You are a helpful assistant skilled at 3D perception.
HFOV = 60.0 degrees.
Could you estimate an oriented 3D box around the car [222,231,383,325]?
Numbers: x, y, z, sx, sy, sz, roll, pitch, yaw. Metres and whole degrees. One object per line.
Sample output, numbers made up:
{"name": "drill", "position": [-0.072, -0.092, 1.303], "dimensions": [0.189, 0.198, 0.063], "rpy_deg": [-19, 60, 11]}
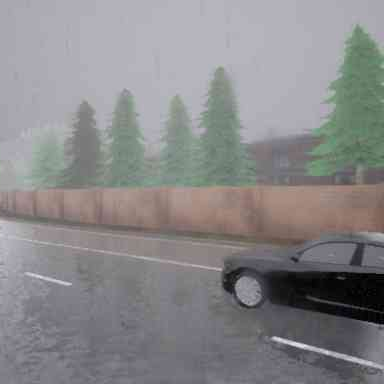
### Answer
{"name": "car", "position": [2.924, 1.484, 6.207], "dimensions": [5.008, 1.535, 1.882], "rpy_deg": [0, 0, 36]}
